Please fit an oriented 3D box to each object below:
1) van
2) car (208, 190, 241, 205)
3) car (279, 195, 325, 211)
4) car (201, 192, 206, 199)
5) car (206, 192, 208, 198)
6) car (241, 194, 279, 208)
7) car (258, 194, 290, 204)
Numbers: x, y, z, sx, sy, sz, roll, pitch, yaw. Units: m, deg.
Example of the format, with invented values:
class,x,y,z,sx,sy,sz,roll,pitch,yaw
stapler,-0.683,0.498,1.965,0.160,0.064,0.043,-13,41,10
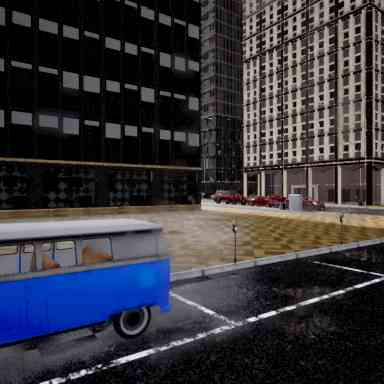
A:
class,x,y,z,sx,sy,sz,roll,pitch,yaw
van,-2.243,1.341,4.960,3.998,1.788,1.690,0,0,-35
car,4.887,0.733,42.690,2.192,1.841,5.009,1,0,-36
car,11.374,1.072,33.627,1.967,1.590,4.097,1,0,-36
car,1.917,0.649,61.222,1.947,1.339,4.313,1,0,-36
car,5.066,0.712,56.827,1.752,1.417,4.829,1,0,-36
car,8.125,1.107,38.159,1.802,1.307,4.206,1,0,-36
car,11.657,0.987,47.620,1.802,1.307,4.206,1,0,-36
